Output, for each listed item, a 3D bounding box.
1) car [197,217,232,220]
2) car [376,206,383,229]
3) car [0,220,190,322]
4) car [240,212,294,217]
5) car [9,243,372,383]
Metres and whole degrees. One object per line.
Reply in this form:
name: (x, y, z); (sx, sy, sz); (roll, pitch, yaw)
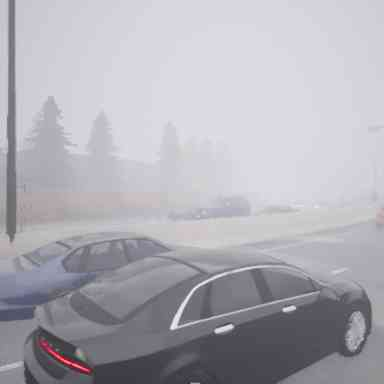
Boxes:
car: (2.319, 1.319, 24.963); (2.150, 2.045, 5.566); (0, 0, 43)
car: (13.503, 1.428, 21.489); (2.097, 1.767, 4.553); (0, 0, 42)
car: (-1.592, 1.578, 7.089); (5.357, 1.411, 2.033); (0, 0, -38)
car: (5.925, 1.638, 23.695); (2.033, 1.411, 5.357); (0, 0, 43)
car: (0.526, 1.523, 4.387); (4.892, 1.490, 1.837); (0, 0, -37)
